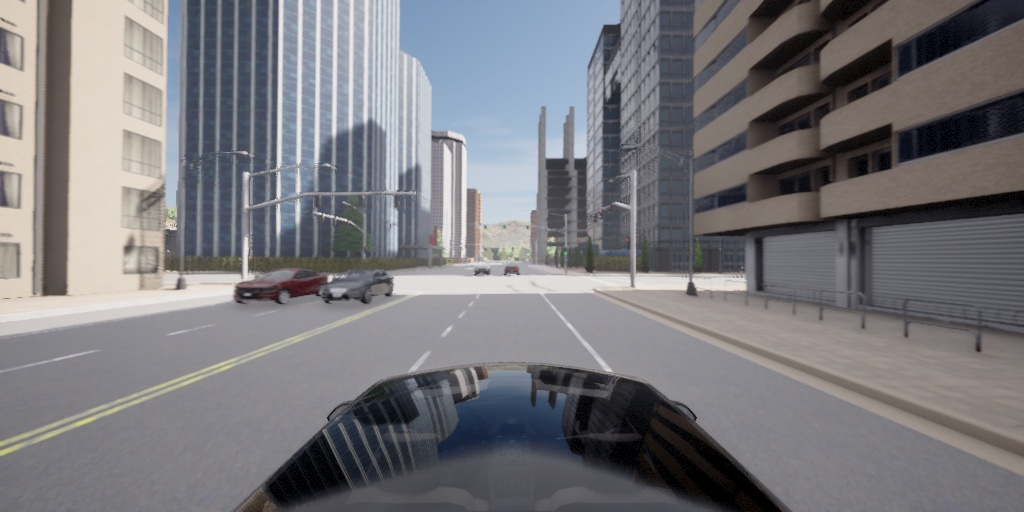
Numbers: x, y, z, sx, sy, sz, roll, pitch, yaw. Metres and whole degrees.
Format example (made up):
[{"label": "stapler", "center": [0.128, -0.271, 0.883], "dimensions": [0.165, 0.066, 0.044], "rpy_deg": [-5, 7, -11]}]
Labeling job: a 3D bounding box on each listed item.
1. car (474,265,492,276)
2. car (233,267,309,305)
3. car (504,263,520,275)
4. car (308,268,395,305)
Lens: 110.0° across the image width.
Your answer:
[{"label": "car", "center": [-3.512, 1.706, 44.052], "dimensions": [1.895, 1.301, 4.718], "rpy_deg": [0, -1, 0]}, {"label": "car", "center": [-10.540, 1.301, 16.789], "dimensions": [1.882, 1.535, 5.008], "rpy_deg": [0, -1, 0]}, {"label": "car", "center": [-0.016, 1.621, 45.919], "dimensions": [1.882, 1.535, 5.008], "rpy_deg": [0, -1, 0]}, {"label": "car", "center": [-7.039, 1.337, 16.908], "dimensions": [2.128, 1.511, 4.902], "rpy_deg": [0, -1, 0]}]
